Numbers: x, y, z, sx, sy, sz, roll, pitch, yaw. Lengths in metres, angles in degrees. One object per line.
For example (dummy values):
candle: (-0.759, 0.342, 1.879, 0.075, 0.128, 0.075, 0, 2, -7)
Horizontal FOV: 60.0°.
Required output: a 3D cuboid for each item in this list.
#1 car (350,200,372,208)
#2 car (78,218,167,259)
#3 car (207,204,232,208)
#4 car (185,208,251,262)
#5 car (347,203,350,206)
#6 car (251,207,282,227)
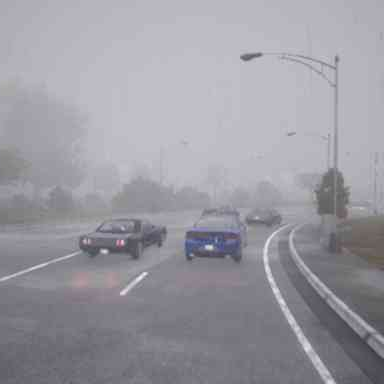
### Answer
car: (32.427, 2.216, 63.277, 4.181, 1.385, 1.994, 0, 1, -40)
car: (-2.449, 1.699, 13.201, 1.895, 1.301, 4.718, 0, 0, 12)
car: (2.400, 1.750, 27.078, 1.837, 1.490, 4.892, 1, 0, 27)
car: (1.078, 1.603, 12.868, 1.882, 1.535, 5.008, 0, 0, 13)
car: (30.187, 2.118, 65.964, 4.892, 1.490, 1.837, 0, 1, -40)
car: (5.541, 1.840, 25.534, 1.994, 1.385, 4.181, 1, 0, 27)
